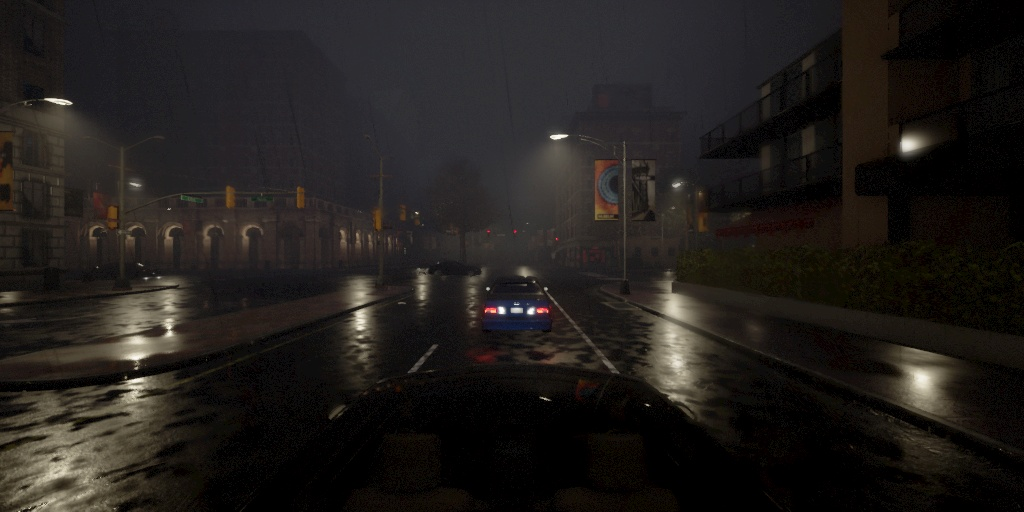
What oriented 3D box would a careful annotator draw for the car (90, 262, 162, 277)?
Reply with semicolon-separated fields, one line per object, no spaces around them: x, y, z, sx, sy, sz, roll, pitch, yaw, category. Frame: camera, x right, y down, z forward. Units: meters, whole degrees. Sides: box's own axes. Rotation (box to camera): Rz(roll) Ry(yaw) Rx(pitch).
-37.192;1.297;34.567;5.357;1.411;2.033;0;0;0;car

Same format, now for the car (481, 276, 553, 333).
0.144;1.297;10.749;2.033;1.411;5.357;0;0;1;car

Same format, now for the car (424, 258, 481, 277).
-5.471;1.227;34.455;5.008;1.535;1.882;0;0;0;car

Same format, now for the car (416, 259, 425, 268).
-14.529;1.228;61.766;1.882;1.535;5.008;0;0;1;car
